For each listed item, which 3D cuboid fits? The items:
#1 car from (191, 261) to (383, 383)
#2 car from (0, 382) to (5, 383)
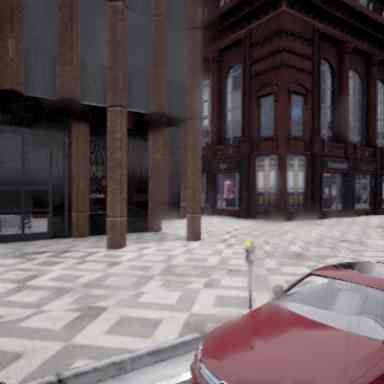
[{"bbox_3d":[1.966,1.559,3.876,4.206,1.307,1.802,0,0,-34],"label":"car"},{"bbox_3d":[-2.683,1.539,0.687,4.313,1.339,1.947,0,0,-34],"label":"car"}]
